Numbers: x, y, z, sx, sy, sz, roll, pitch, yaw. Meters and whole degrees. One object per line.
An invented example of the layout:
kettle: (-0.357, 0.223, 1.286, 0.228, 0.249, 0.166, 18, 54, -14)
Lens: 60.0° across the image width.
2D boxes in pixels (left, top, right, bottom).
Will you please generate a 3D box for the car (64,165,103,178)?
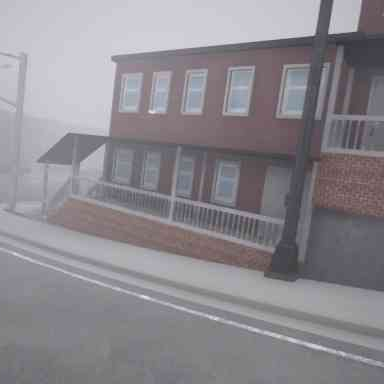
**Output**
car: (-12.697, -2.382, 40.964, 1.895, 1.301, 4.718, 11, 7, 35)

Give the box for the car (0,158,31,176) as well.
car: (-18.573, -2.388, 32.804, 1.895, 1.301, 4.718, 11, 6, 34)

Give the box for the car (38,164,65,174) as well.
car: (-16.539, -2.945, 41.541, 1.895, 1.301, 4.718, 11, 7, 35)
